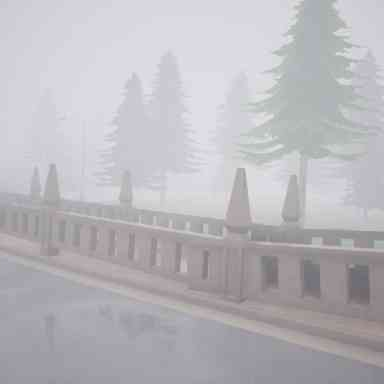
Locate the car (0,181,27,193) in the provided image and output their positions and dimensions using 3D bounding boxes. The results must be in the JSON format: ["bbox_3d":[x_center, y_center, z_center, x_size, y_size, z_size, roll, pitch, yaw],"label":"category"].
[{"bbox_3d":[-21.268,-0.476,37.418,1.882,1.535,5.008,4,3,37],"label":"car"}]
